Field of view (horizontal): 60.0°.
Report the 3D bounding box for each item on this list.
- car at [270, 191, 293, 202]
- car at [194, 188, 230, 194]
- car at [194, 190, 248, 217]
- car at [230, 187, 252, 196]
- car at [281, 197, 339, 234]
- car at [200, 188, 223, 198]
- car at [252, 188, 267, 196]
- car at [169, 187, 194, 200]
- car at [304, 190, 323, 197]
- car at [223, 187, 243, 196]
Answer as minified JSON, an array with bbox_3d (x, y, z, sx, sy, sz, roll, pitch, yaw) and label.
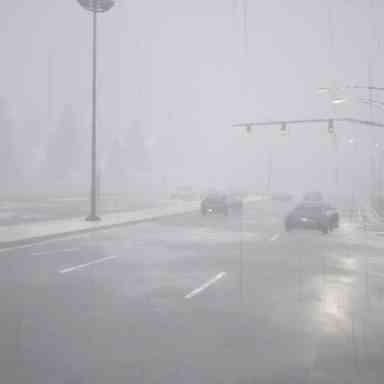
[{"bbox_3d":[11.188,0.577,41.296,1.895,1.301,4.718,2,2,27],"label":"car"},{"bbox_3d":[2.591,0.294,42.405,2.128,1.511,4.902,2,2,28],"label":"car"},{"bbox_3d":[2.209,0.856,23.245,1.837,1.490,4.892,2,2,25],"label":"car"},{"bbox_3d":[7.202,0.186,51.235,1.994,1.385,4.181,2,2,28],"label":"car"},{"bbox_3d":[6.070,1.172,16.579,1.994,1.385,4.181,2,2,31],"label":"car"},{"bbox_3d":[3.045,0.090,50.862,1.812,1.442,4.674,2,2,28],"label":"car"},{"bbox_3d":[12.249,-0.046,60.784,1.812,1.442,4.674,2,2,28],"label":"car"},{"bbox_3d":[-1.067,0.078,42.930,2.097,1.767,4.553,2,2,28],"label":"car"},{"bbox_3d":[14.981,0.539,40.988,2.128,1.511,4.902,2,2,27],"label":"car"},{"bbox_3d":[7.389,-0.101,59.117,1.837,1.490,4.892,2,3,28],"label":"car"}]
